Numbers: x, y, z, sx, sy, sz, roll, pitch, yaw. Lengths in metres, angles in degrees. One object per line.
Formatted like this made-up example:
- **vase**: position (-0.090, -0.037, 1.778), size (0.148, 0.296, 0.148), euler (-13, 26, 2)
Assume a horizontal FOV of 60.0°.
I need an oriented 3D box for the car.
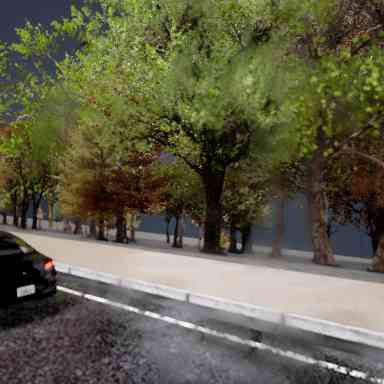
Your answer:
- **car**: position (-4.707, 1.517, 7.002), size (4.674, 1.442, 1.812), euler (0, 0, 35)
